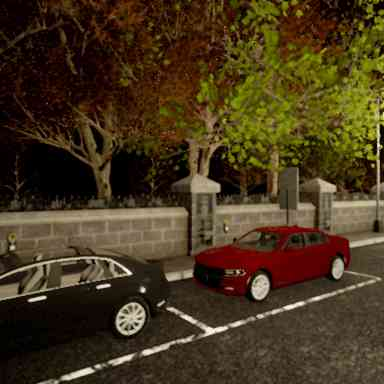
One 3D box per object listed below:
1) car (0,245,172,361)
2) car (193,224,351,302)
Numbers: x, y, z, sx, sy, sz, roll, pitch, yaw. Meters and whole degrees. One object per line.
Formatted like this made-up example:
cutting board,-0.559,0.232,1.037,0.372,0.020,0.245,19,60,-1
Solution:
car,-2.403,1.548,4.937,4.403,1.369,2.008,0,0,-35
car,2.085,1.524,8.185,4.507,1.381,1.887,0,0,-35
